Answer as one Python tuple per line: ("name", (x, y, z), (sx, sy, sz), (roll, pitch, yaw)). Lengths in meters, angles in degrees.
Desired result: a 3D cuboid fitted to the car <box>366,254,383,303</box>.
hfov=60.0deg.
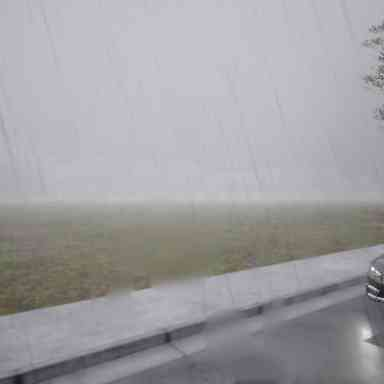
("car", (5.602, 1.496, 7.072), (4.902, 1.511, 2.128), (0, 0, -36))
